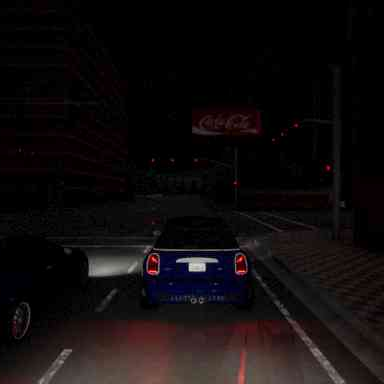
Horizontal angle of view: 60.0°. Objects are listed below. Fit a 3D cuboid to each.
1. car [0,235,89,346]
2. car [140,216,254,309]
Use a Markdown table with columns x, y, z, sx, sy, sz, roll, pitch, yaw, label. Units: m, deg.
| x | y | z | sx | sy | sz | roll | pitch | yaw | label |
| --- | --- | --- | --- | --- | --- | --- | --- | --- | --- |
| -3.418 | 1.526 | 6.224 | 1.812 | 1.442 | 4.674 | 0 | 0 | 0 | car |
| 0.089 | 1.352 | 8.018 | 2.097 | 1.767 | 4.553 | 0 | 0 | 0 | car |
